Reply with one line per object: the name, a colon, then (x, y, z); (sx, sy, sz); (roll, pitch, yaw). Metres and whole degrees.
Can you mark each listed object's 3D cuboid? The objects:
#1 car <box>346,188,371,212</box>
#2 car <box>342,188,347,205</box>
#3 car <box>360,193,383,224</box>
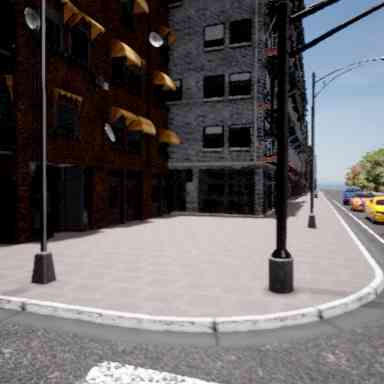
car: (15.279, 0.785, 29.497); (2.097, 1.767, 4.553); (1, 1, 21)
car: (19.032, 0.497, 39.335); (2.150, 2.045, 5.566); (1, 1, 22)
car: (11.855, 1.058, 20.385); (1.882, 1.535, 5.008); (1, 1, 20)
